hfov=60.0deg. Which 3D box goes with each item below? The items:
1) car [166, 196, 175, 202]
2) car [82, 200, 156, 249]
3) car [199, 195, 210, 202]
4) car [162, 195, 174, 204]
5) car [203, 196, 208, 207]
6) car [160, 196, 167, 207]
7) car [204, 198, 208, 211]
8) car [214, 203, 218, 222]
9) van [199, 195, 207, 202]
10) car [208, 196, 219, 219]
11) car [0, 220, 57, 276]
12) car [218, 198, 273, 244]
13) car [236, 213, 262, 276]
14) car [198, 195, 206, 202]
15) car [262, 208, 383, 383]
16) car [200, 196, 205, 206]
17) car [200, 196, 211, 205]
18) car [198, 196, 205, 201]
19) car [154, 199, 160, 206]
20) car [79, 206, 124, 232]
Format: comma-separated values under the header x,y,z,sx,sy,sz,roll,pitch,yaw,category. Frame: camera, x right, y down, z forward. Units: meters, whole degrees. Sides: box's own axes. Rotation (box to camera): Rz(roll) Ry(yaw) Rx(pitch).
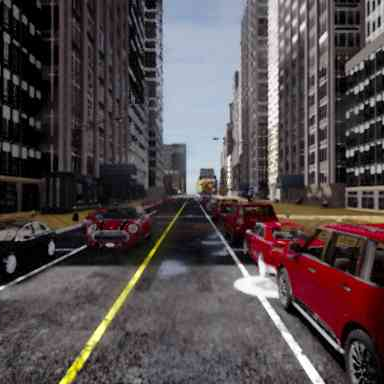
x,y,z,sx,sy,sz,roll,pitch,yaw,category
-5.661,1.833,87.871,1.887,1.381,4.507,0,0,0,car
-3.056,1.401,14.736,2.097,1.767,4.553,0,0,0,car
2.713,1.515,60.173,2.192,1.841,5.009,0,0,0,car
-5.664,1.550,71.254,2.192,1.841,5.009,0,0,0,car
2.708,1.672,43.725,1.752,1.417,4.829,0,0,0,car
-5.670,1.764,54.635,1.802,1.307,4.206,0,0,0,car
2.706,1.678,38.016,2.008,1.369,4.403,0,0,0,car
2.701,1.638,21.398,1.947,1.339,4.313,0,0,0,car
2.719,1.612,82.330,1.690,1.788,3.998,0,0,0,van
2.704,1.406,26.938,2.192,1.841,5.009,0,0,0,car
-5.683,1.586,10.320,2.008,1.369,4.403,0,0,0,car
2.700,1.369,15.859,2.192,1.841,5.009,0,0,0,car
2.698,1.580,10.318,1.887,1.381,4.507,0,0,0,car
2.720,1.728,87.869,1.967,1.590,4.097,0,0,0,car
2.697,1.332,4.780,2.192,1.841,5.009,0,0,0,car
2.710,1.748,54.633,1.947,1.339,4.313,0,0,0,car
2.714,1.658,65.712,1.967,1.590,4.097,0,0,0,car
2.721,1.832,93.578,1.752,1.417,4.829,0,0,0,car
-5.673,1.728,43.557,1.802,1.307,4.206,0,0,0,car
-5.679,1.654,21.399,1.802,1.307,4.206,0,0,0,car
